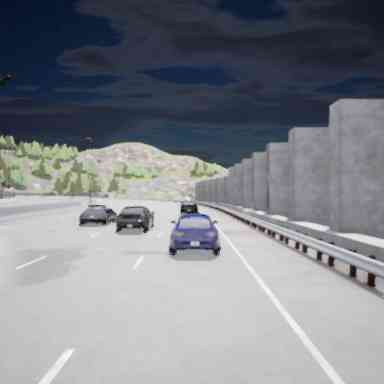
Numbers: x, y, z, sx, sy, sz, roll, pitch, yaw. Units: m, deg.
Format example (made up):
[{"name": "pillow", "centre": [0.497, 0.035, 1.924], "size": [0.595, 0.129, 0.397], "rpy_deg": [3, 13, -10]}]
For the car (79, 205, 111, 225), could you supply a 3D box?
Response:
[{"name": "car", "centre": [-7.066, 1.696, 25.294], "size": [1.994, 1.385, 4.181], "rpy_deg": [0, 0, -1]}]

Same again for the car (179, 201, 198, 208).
[{"name": "car", "centre": [-0.372, 1.674, 35.837], "size": [1.882, 1.535, 5.008], "rpy_deg": [0, 0, -2]}]

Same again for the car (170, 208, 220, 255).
[{"name": "car", "centre": [0.095, 1.601, 13.621], "size": [1.812, 1.442, 4.674], "rpy_deg": [0, 0, 0]}]

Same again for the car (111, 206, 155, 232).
[{"name": "car", "centre": [-3.474, 1.617, 20.820], "size": [1.837, 1.490, 4.892], "rpy_deg": [0, 0, -1]}]
